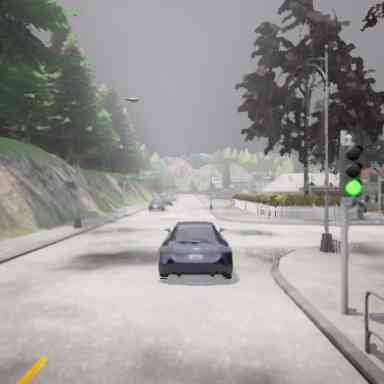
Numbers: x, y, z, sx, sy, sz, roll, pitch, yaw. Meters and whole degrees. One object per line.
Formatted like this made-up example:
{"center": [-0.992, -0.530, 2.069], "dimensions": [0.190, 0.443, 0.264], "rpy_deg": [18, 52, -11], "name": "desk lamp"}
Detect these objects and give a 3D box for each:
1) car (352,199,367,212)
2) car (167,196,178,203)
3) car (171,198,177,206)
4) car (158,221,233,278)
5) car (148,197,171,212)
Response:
{"center": [15.781, 1.321, 33.548], "dimensions": [1.994, 1.381, 4.181], "rpy_deg": [0, 0, 0], "name": "car"}
{"center": [-4.011, 1.578, 70.012], "dimensions": [1.994, 1.385, 4.181], "rpy_deg": [0, 0, 0], "name": "car"}
{"center": [-4.066, 1.579, 54.875], "dimensions": [2.033, 1.411, 5.357], "rpy_deg": [0, 0, 1], "name": "car"}
{"center": [0.092, 1.570, 10.181], "dimensions": [1.994, 1.385, 4.181], "rpy_deg": [0, 0, 0], "name": "car"}
{"center": [-4.094, 1.514, 39.933], "dimensions": [2.128, 1.511, 4.902], "rpy_deg": [0, 0, 0], "name": "car"}
